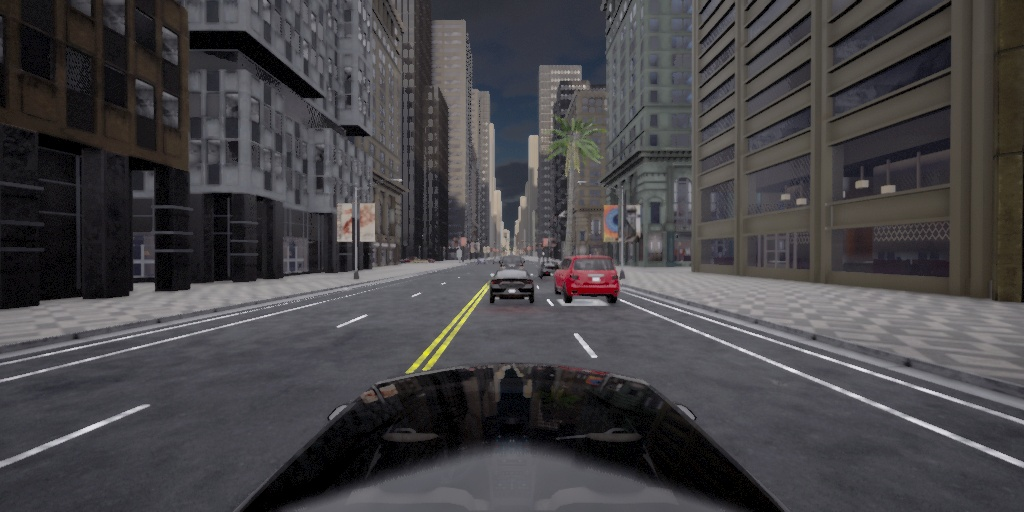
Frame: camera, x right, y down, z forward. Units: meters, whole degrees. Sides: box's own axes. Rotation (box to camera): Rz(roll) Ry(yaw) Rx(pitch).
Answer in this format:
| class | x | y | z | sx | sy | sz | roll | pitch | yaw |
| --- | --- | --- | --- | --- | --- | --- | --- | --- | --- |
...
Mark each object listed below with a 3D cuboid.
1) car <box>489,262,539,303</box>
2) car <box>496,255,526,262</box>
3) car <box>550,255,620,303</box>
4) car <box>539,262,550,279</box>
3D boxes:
| class | x | y | z | sx | sy | sz | roll | pitch | yaw |
| --- | --- | --- | --- | --- | --- | --- | --- | --- | --- |
| car | 0.000 | 1.220 | 16.500 | 1.882 | 1.535 | 5.008 | 0 | 0 | 0 |
| car | 0.000 | 0.975 | 31.530 | 2.150 | 2.045 | 5.566 | 0 | 0 | 0 |
| car | 3.250 | 0.992 | 16.530 | 2.150 | 2.045 | 5.566 | 0 | 0 | 0 |
| car | 3.250 | 1.234 | 31.501 | 1.837 | 1.490 | 4.892 | 0 | 0 | 0 |
